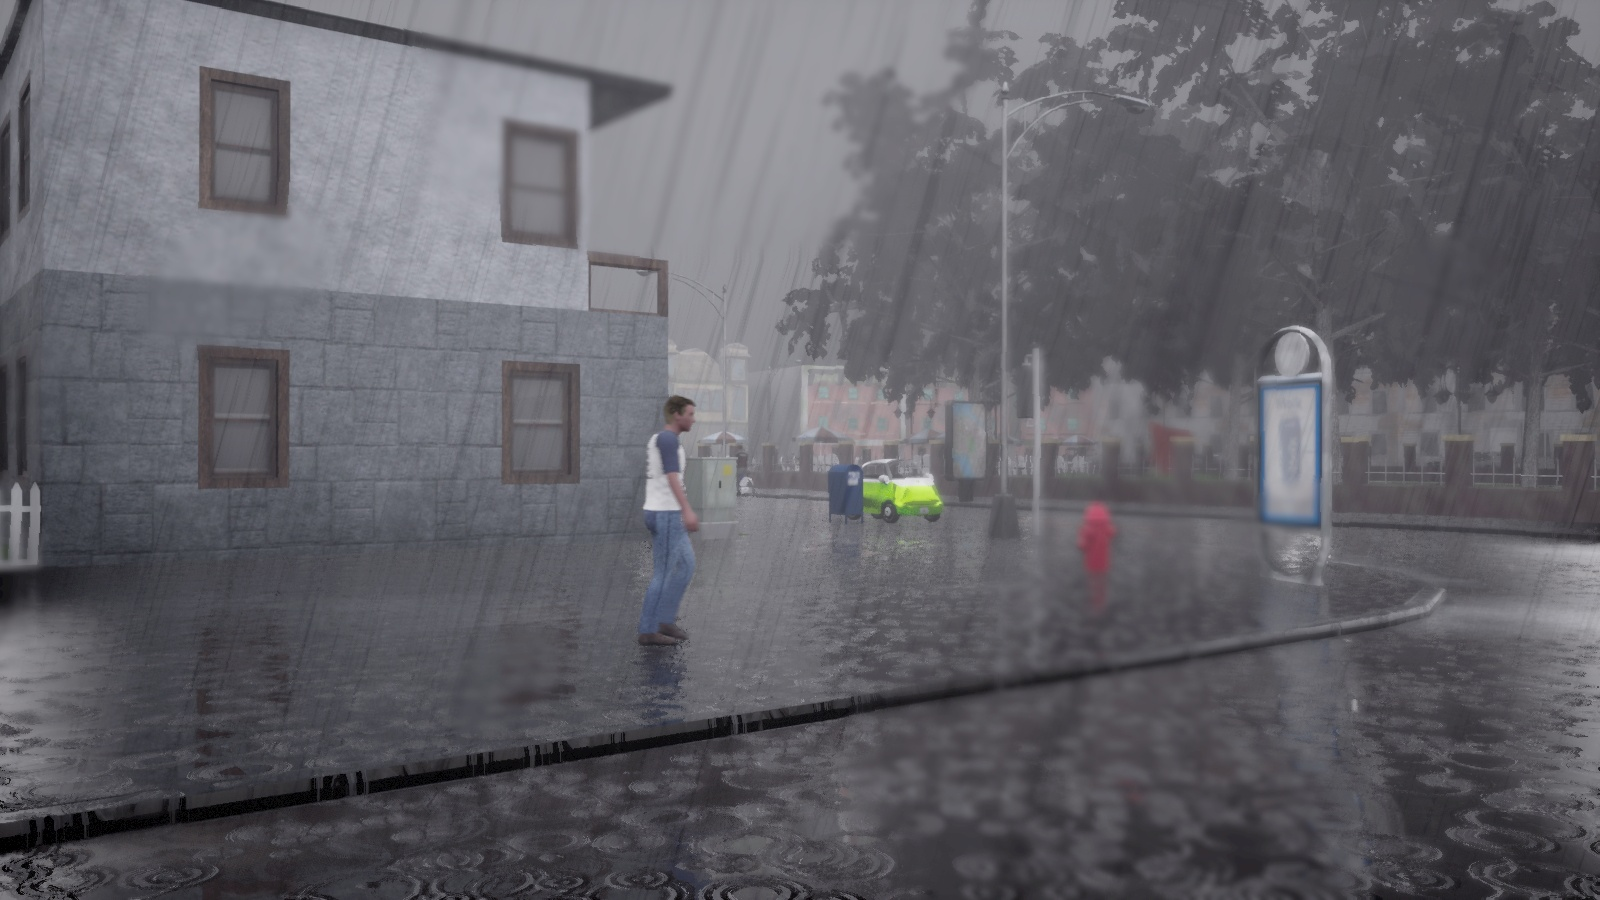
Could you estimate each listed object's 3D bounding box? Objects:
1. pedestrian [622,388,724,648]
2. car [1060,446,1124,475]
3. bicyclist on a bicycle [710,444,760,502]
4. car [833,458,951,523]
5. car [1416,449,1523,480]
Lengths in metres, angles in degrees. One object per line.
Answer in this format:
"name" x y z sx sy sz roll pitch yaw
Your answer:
"pedestrian" -0.927 0.479 9.121 0.706 1.836 0.354 0 0 -12
"car" 19.911 0.708 85.759 1.905 1.878 3.866 0 0 -41
"bicyclist on a bicycle" -2.052 0.717 39.722 0.659 1.776 1.843 0 0 -37
"car" 2.007 0.863 27.658 1.481 1.376 2.207 0 -1 -37
"car" 37.075 0.767 69.649 2.033 1.649 4.856 0 0 -37
